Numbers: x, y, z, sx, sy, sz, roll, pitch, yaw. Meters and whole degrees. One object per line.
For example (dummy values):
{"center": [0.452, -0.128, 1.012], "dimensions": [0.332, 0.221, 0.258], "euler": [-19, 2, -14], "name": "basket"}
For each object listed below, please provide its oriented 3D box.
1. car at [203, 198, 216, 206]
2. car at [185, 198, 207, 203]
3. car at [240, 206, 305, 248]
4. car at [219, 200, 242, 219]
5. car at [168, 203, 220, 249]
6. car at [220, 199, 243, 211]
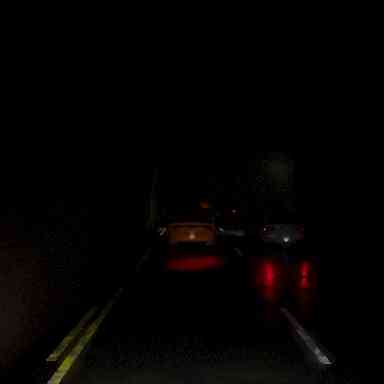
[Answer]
{"center": [1.731, 1.485, 42.974], "dimensions": [1.882, 1.535, 5.008], "euler": [0, 0, 18], "name": "car"}
{"center": [0.000, 1.564, 29.650], "dimensions": [2.033, 1.411, 5.357], "euler": [0, 0, 0], "name": "car"}
{"center": [3.500, 1.533, 14.650], "dimensions": [1.812, 1.442, 4.674], "euler": [0, 0, 0], "name": "car"}
{"center": [3.500, 1.573, 29.650], "dimensions": [1.994, 1.385, 4.181], "euler": [0, 0, 0], "name": "car"}
{"center": [0.000, 1.485, 14.650], "dimensions": [1.882, 1.535, 5.008], "euler": [0, 0, 0], "name": "car"}
{"center": [5.061, 1.617, 41.896], "dimensions": [1.895, 1.301, 4.718], "euler": [0, 0, 18], "name": "car"}
